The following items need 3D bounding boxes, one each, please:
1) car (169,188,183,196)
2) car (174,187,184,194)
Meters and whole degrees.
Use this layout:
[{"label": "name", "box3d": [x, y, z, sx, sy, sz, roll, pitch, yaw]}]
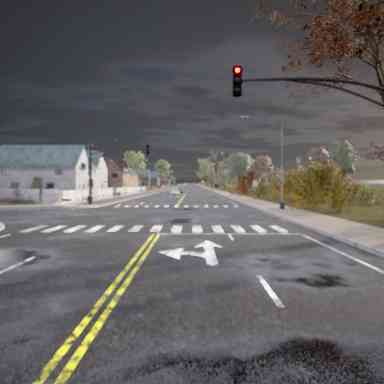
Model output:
[{"label": "car", "box3d": [-3.146, 0.085, 61.849, 1.812, 1.442, 4.674, 0, 3, 0]}, {"label": "car", "box3d": [-3.117, -0.373, 79.854, 2.033, 1.411, 5.357, 0, 1, 0]}]
